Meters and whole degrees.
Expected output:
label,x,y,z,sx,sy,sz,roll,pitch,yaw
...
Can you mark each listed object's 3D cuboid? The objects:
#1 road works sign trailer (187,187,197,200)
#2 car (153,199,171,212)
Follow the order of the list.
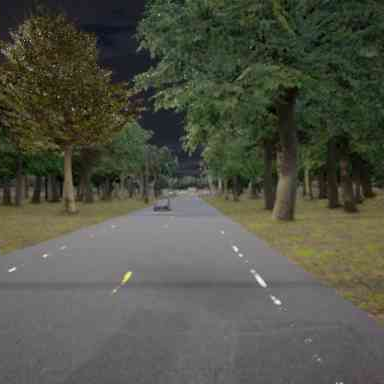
label,x,y,z,sx,sy,sz,roll,pitch,yaw
road works sign trailer,0.012,0.544,84.946,2.380,3.560,2.880,0,0,0
car,-3.584,1.580,40.641,1.837,1.490,4.892,0,0,0
